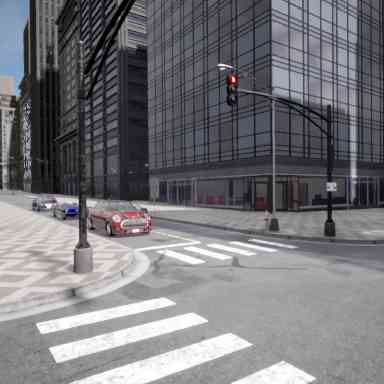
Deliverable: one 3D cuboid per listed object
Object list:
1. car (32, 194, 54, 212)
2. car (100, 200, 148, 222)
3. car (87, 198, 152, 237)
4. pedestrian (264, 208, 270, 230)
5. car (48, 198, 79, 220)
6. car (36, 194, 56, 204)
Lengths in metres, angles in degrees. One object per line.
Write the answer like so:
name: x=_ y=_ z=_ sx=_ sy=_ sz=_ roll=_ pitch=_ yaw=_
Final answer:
car: x=-15.425 y=1.180 z=34.669 sx=2.128 sy=1.511 sz=4.902 roll=-1 pitch=1 yaw=-34
car: x=-5.260 y=1.382 z=25.358 sx=1.895 sy=1.301 sz=4.718 roll=-1 pitch=1 yaw=-34
car: x=-3.933 y=1.234 z=17.692 sx=2.097 sy=1.767 sz=4.553 roll=-1 pitch=1 yaw=-34
pedestrian: x=3.892 y=1.374 z=17.276 sx=0.500 sy=1.100 sz=0.500 roll=0 pitch=0 yaw=-34
car: x=-9.607 y=1.390 z=26.075 sx=1.895 sy=1.301 sz=4.718 roll=-1 pitch=1 yaw=-34
car: x=-21.989 y=1.034 z=50.019 sx=1.994 sy=1.385 sz=4.181 roll=-1 pitch=1 yaw=-34
